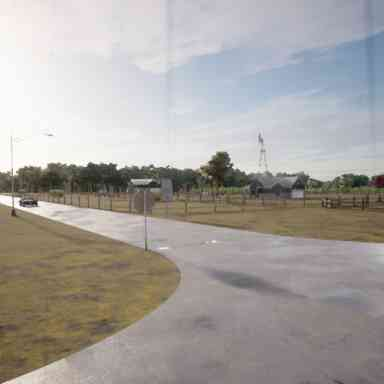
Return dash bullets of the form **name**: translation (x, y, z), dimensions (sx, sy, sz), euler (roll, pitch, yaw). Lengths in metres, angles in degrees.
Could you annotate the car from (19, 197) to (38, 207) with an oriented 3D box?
- **car**: translation (-23.027, 1.367, 46.776), dimensions (1.895, 1.301, 4.718), euler (-2, 1, -35)
